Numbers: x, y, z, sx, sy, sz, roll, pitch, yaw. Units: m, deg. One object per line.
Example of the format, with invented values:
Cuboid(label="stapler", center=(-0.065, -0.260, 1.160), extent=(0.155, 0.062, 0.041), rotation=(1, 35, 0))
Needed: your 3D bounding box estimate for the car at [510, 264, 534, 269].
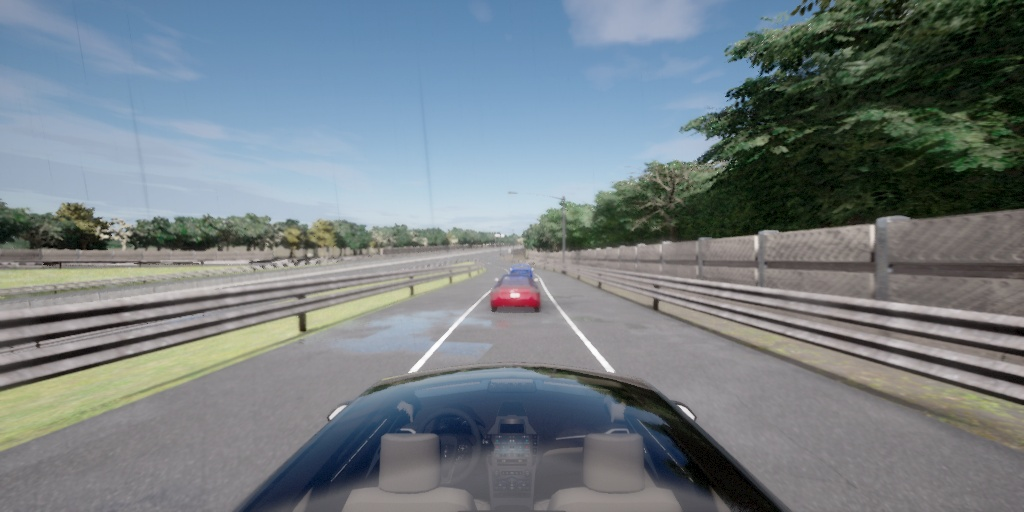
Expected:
Cuboid(label="car", center=(0.836, 1.470, 30.953), extent=(1.882, 1.535, 5.008), rotation=(0, 0, 3))

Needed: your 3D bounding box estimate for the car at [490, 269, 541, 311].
Cuboid(label="car", center=(0.190, 1.426, 15.178), extent=(1.994, 1.385, 4.181), rotation=(0, 0, 2))
